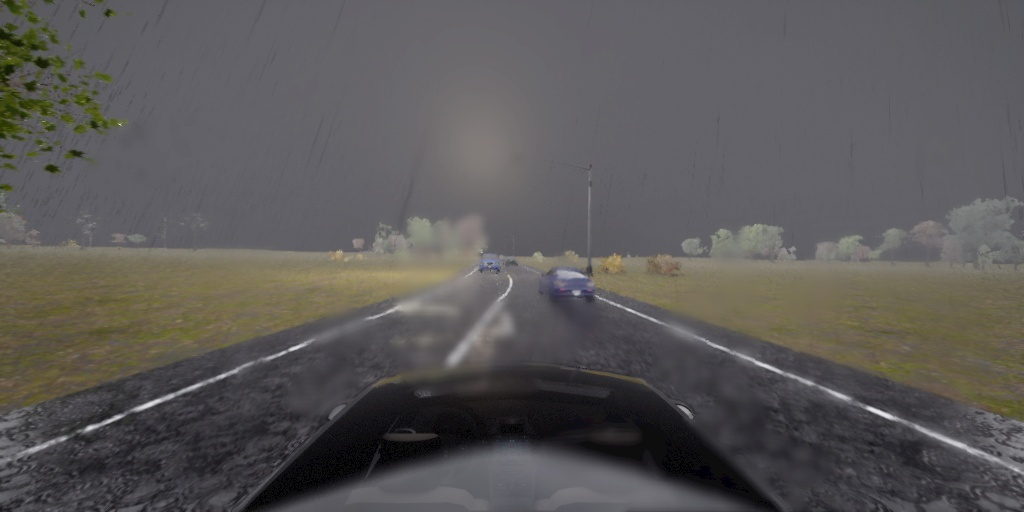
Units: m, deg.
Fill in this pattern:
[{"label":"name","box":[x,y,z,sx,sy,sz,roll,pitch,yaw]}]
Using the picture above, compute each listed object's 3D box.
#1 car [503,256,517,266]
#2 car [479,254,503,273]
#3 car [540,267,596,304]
[{"label":"car","box":[-0.254,0.758,64.069,2.097,1.767,4.553,0,0,-3]},{"label":"car","box":[-2.419,0.747,39.526,2.150,2.045,5.566,0,0,-3]},{"label":"car","box":[2.370,1.217,15.959,1.812,1.442,4.674,0,0,-3]}]
